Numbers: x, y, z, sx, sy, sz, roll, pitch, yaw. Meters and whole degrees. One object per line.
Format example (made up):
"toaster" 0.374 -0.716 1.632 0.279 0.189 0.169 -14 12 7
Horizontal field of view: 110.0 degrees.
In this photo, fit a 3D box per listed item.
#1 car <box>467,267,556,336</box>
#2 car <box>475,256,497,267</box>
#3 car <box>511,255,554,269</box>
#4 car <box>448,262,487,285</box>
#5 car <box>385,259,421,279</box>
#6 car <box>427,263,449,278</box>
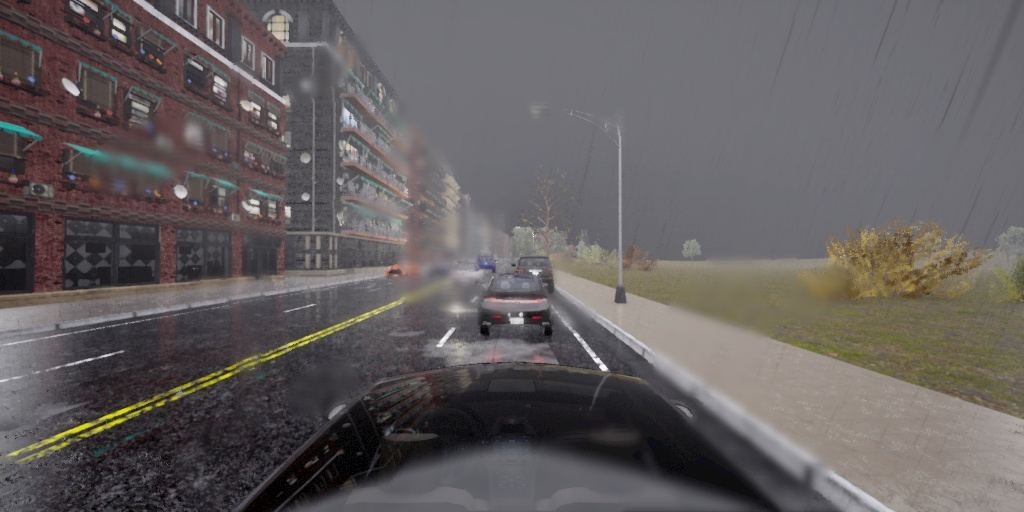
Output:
"car" 0.112 1.240 10.457 2.128 1.511 4.902 0 0 0
"car" -3.085 0.962 43.966 2.150 2.045 5.566 0 0 -2
"car" 1.159 0.972 20.326 2.150 2.045 5.566 0 0 0
"car" -3.120 1.346 26.296 1.895 1.301 4.718 0 0 0
"car" -9.818 1.095 32.549 2.097 1.767 4.553 0 0 0
"car" -6.567 1.344 33.460 1.895 1.301 4.718 0 0 0
